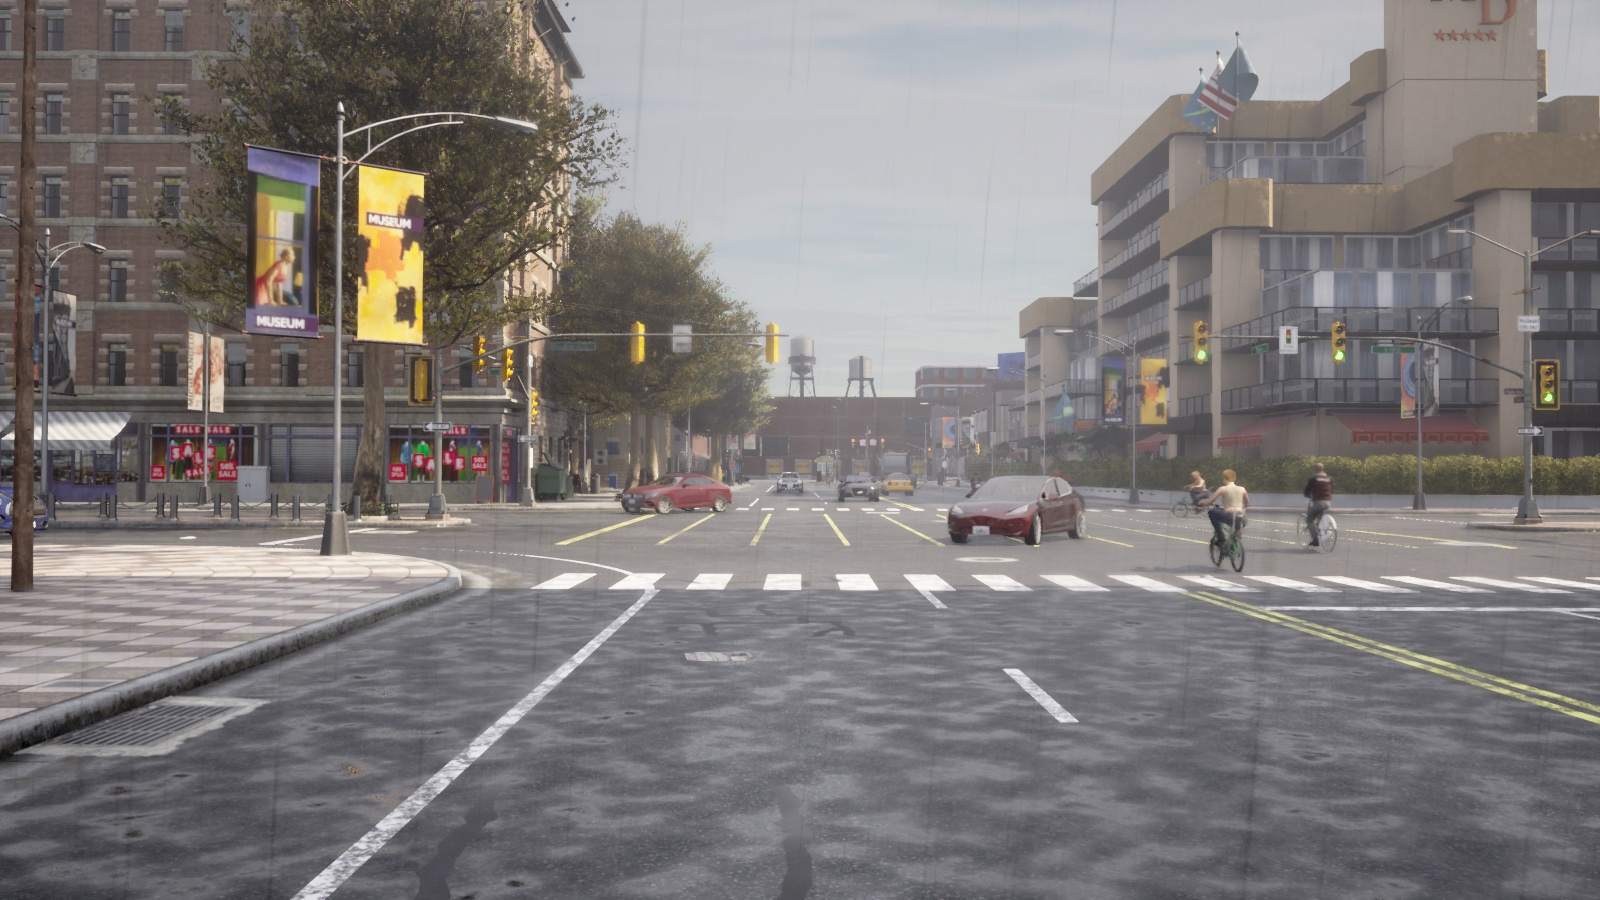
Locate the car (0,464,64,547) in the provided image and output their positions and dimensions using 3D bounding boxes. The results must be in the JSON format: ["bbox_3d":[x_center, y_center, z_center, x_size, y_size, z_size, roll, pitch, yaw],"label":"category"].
[{"bbox_3d":[-19.190,1.215,27.790,4.553,1.767,2.097,0,-1,1],"label":"car"}]

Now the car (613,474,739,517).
[{"bbox_3d":[-4.472,1.628,45.924,1.812,1.442,4.674,-1,-1,40],"label":"car"}]

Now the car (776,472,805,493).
[{"bbox_3d":[-0.684,2.267,88.642,1.970,1.475,3.806,0,-1,0],"label":"car"}]

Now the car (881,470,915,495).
[{"bbox_3d":[6.367,2.102,82.047,1.801,1.575,5.366,0,-1,0],"label":"car"}]

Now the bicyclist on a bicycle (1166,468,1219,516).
[{"bbox_3d":[13.374,1.415,42.833,1.509,1.612,0.866,0,-1,0],"label":"bicyclist on a bicycle"}]

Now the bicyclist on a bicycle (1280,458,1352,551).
[{"bbox_3d":[10.309,1.065,25.148,0.659,1.776,1.843,0,-1,0],"label":"bicyclist on a bicycle"}]

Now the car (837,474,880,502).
[{"bbox_3d":[2.995,1.956,65.030,1.994,1.385,4.181,0,-1,-1],"label":"car"}]

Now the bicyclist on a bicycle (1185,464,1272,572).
[{"bbox_3d":[6.848,1.059,20.128,0.866,1.612,1.509,0,1,-1],"label":"bicyclist on a bicycle"}]

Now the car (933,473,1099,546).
[{"bbox_3d":[4.978,1.269,28.333,2.163,1.488,4.792,-1,-1,30],"label":"car"}]
